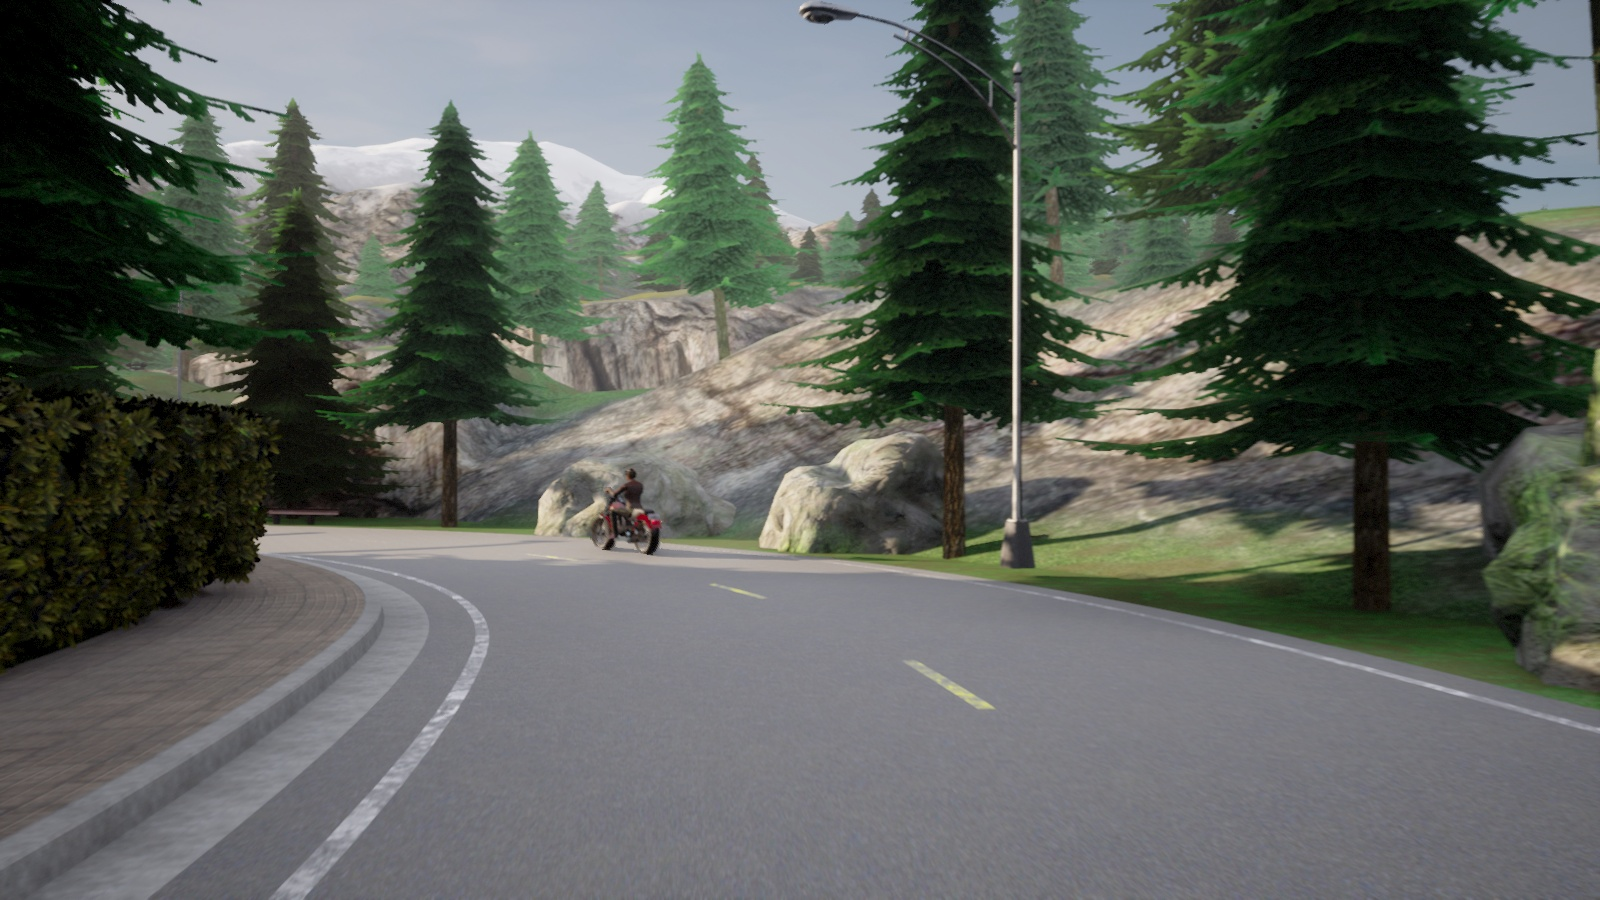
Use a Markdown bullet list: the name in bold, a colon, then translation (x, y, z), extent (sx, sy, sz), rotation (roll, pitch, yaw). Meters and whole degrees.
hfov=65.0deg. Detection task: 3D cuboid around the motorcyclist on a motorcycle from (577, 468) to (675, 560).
- **motorcyclist on a motorcycle**: translation (-3.347, 1.182, 23.930), extent (0.766, 1.649, 2.350), rotation (0, -1, -37)
